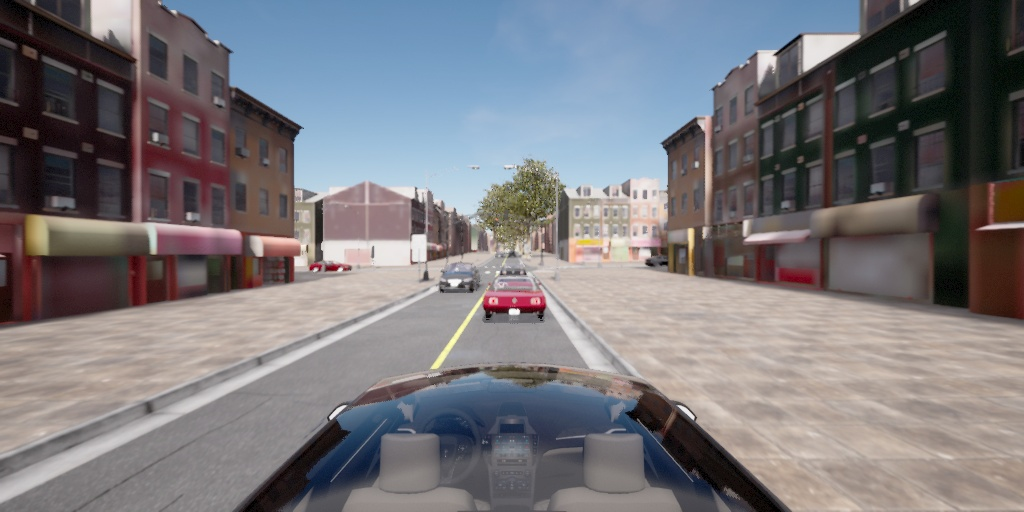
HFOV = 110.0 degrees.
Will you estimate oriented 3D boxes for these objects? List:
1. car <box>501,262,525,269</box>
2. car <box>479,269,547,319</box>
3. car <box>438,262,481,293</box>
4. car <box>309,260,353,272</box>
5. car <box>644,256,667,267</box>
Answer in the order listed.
[{"bbox_3d":[0.086,1.136,26.901,1.895,1.301,4.718,0,1,0],"label":"car"},{"bbox_3d":[0.085,1.315,12.561,1.895,1.301,4.718,0,0,0],"label":"car"},{"bbox_3d":[-2.829,1.129,20.114,2.128,1.511,4.902,0,1,0],"label":"car"},{"bbox_3d":[-20.353,1.161,40.417,4.507,1.381,1.888,0,0,0],"label":"car"},{"bbox_3d":[17.228,0.621,40.538,4.313,1.339,1.948,0,0,0],"label":"car"}]
